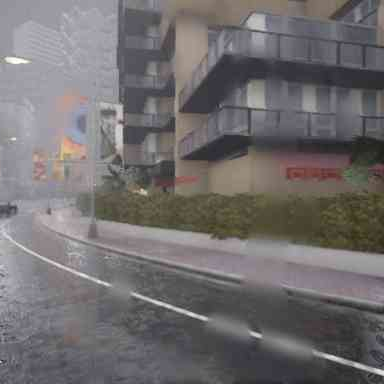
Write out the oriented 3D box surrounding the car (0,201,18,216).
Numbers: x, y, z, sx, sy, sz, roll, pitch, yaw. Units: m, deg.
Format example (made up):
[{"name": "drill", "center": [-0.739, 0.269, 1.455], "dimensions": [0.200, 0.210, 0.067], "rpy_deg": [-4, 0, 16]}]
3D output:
[{"name": "car", "center": [-19.442, 1.691, 34.472], "dimensions": [1.882, 1.535, 5.008], "rpy_deg": [0, 0, -18]}]
